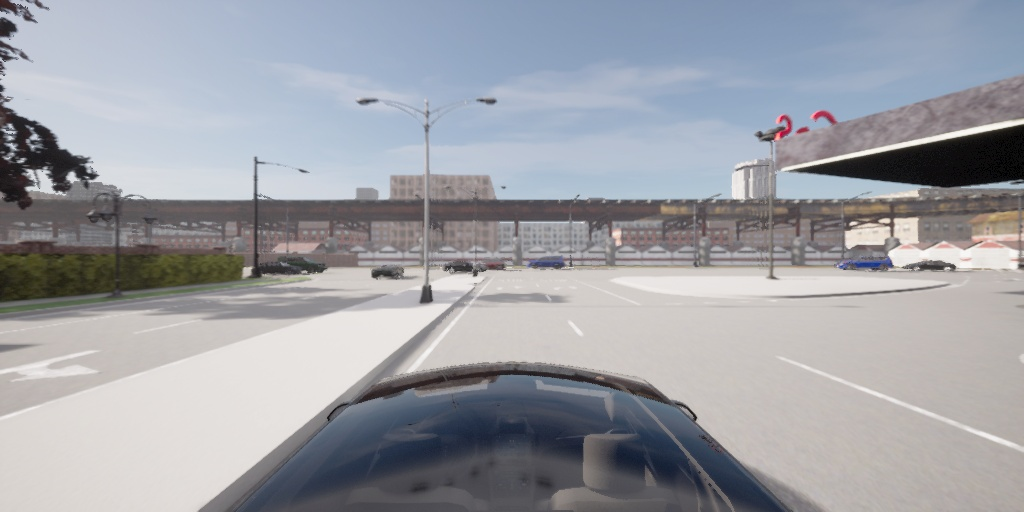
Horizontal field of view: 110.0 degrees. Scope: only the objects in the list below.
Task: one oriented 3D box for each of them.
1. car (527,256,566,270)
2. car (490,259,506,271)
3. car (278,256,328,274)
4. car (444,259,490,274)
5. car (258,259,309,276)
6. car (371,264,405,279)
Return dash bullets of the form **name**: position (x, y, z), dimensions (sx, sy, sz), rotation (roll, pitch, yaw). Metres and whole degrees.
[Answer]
- **car**: position (4.958, 1.016, 51.880), dimensions (5.566, 2.045, 2.150), rotation (0, 0, 1)
- **car**: position (-3.126, 1.146, 48.437), dimensions (4.553, 1.767, 2.097), rotation (0, 0, 0)
- **car**: position (-24.297, 1.008, 41.349), dimensions (5.566, 2.045, 2.150), rotation (0, 0, 1)
- **car**: position (-5.348, 1.289, 41.247), dimensions (4.892, 1.490, 1.837), rotation (0, 0, 0)
- **car**: position (-24.584, 1.308, 37.843), dimensions (4.674, 1.442, 1.812), rotation (0, 0, 0)
- **car**: position (-11.049, 1.378, 32.290), dimensions (1.895, 1.301, 4.718), rotation (0, 0, -4)
